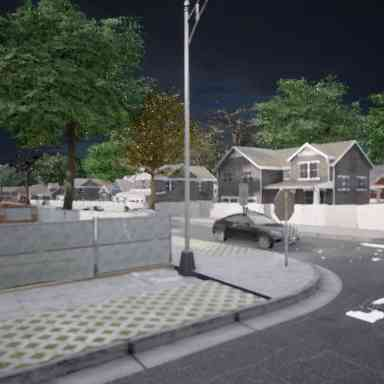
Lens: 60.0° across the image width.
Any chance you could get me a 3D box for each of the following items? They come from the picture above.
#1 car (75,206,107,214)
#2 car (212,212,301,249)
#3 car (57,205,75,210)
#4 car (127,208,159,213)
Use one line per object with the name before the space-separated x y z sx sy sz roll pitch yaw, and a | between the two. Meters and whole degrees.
car | -9.713 2.090 32.932 1.994 1.385 4.181 0 -1 -35
car | 2.830 1.703 15.650 1.812 1.442 4.674 0 -1 -36
car | -15.658 2.286 41.166 1.895 1.301 4.718 0 -1 -36
car | -3.525 1.881 24.386 1.812 1.442 4.674 0 -1 -36
